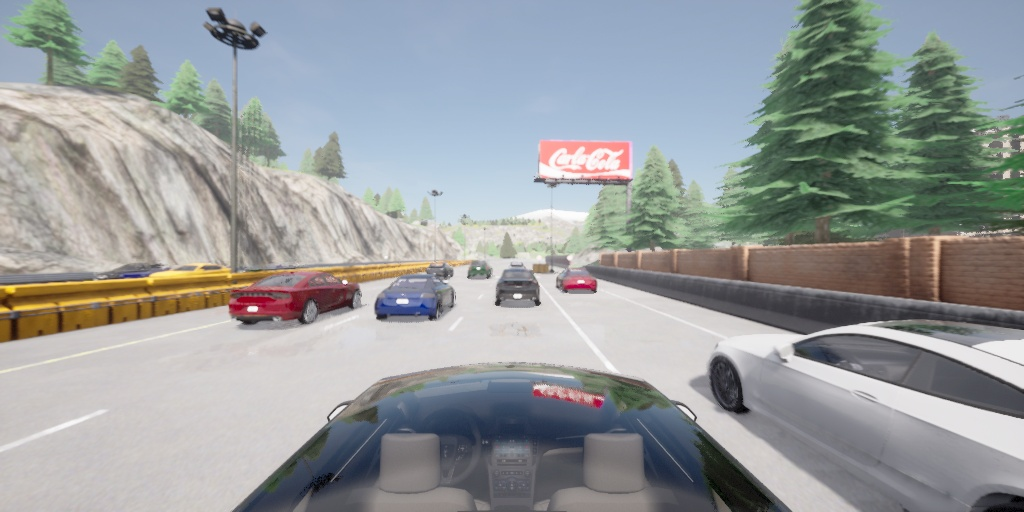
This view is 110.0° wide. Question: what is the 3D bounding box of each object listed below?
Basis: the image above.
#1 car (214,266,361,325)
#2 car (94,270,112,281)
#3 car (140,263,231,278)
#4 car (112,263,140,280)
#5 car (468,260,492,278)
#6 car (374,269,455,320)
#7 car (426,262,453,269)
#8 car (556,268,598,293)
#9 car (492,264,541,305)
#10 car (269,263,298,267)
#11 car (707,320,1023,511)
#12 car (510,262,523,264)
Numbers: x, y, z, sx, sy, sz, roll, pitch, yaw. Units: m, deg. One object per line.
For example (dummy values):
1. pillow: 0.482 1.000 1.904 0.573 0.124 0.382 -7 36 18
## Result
1. car: -6.784 1.236 11.889 1.882 1.535 5.008 0 0 1
2. car: -27.719 1.278 26.675 1.837 1.490 4.892 0 0 1
3. car: -20.783 1.226 23.611 1.882 1.535 5.008 0 0 1
4. car: -24.250 1.343 25.095 1.895 1.301 4.718 0 0 1
5. car: -3.026 1.187 34.822 2.097 1.767 4.553 0 0 1
6. car: -3.272 1.336 12.782 1.994 1.385 4.181 0 0 1
7. car: -6.549 1.312 32.804 2.128 1.511 4.902 0 0 1
8. car: 3.825 1.383 21.712 1.994 1.385 4.181 0 0 1
9. car: 0.258 1.300 16.423 1.837 1.490 4.892 0 0 1
10. car: -17.219 1.169 26.529 1.895 1.301 4.718 0 0 1
11. car: 3.654 1.291 3.103 1.812 1.442 4.674 0 0 0
12. car: 0.521 1.352 39.166 2.128 1.511 4.902 0 0 1
